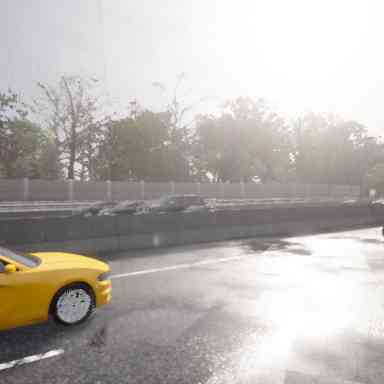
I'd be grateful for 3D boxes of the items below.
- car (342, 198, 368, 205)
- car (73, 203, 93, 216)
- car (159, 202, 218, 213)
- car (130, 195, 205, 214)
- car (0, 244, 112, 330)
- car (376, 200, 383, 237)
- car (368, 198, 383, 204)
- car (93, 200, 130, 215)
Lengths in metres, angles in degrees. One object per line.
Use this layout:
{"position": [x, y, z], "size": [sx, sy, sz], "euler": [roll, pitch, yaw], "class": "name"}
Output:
{"position": [25.951, 1.596, 52.501], "size": [5.357, 1.411, 2.033], "euler": [0, 0, -35], "class": "car"}
{"position": [-7.685, 1.510, 28.550], "size": [4.892, 1.490, 1.837], "euler": [0, 0, -36], "class": "car"}
{"position": [0.347, 1.570, 21.431], "size": [4.181, 1.385, 1.994], "euler": [0, 0, -35], "class": "car"}
{"position": [-1.393, 1.228, 24.489], "size": [5.566, 2.045, 2.150], "euler": [0, 0, -35], "class": "car"}
{"position": [-3.804, 1.478, 5.332], "size": [5.008, 1.535, 1.882], "euler": [0, 0, -35], "class": "car"}
{"position": [11.178, 1.362, 16.010], "size": [4.553, 1.767, 2.097], "euler": [0, 0, -35], "class": "car"}
{"position": [29.321, 1.576, 50.610], "size": [4.674, 1.442, 1.812], "euler": [0, 0, -35], "class": "car"}
{"position": [-4.897, 1.510, 26.288], "size": [4.892, 1.490, 1.837], "euler": [0, 0, -35], "class": "car"}
